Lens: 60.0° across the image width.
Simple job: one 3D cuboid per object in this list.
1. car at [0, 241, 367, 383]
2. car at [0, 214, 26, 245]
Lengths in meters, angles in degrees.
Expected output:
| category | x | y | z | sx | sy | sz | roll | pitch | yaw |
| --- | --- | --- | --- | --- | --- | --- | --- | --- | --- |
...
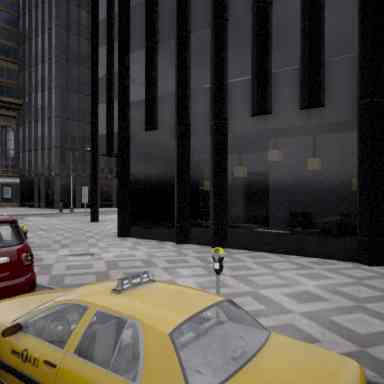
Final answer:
| category | x | y | z | sx | sy | sz | roll | pitch | yaw |
| --- | --- | --- | --- | --- | --- | --- | --- | --- | --- |
| car | -0.803 | 1.525 | 3.524 | 4.829 | 1.417 | 1.752 | 0 | 0 | 35 |
| car | -5.097 | 1.314 | 6.552 | 5.009 | 1.841 | 2.192 | 0 | 0 | 35 |
